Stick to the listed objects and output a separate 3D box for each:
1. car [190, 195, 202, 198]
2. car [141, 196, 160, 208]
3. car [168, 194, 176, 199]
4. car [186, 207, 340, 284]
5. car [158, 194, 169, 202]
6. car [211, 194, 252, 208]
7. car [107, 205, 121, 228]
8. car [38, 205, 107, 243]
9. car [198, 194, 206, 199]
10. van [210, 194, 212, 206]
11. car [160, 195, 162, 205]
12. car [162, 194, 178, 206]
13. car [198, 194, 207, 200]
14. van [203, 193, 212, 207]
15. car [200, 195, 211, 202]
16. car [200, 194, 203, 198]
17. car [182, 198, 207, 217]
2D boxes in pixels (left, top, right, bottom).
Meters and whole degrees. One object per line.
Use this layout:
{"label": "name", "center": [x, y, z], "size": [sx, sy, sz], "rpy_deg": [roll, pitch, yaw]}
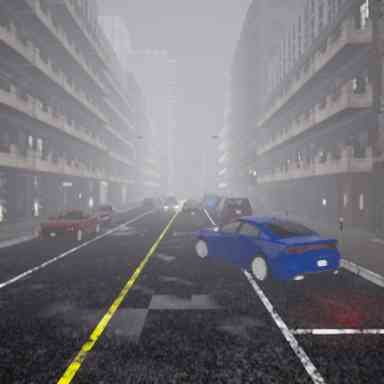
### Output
{"label": "car", "center": [0.067, 1.431, 48.737], "size": [1.895, 1.301, 4.718], "rpy_deg": [0, 0, 0]}
{"label": "car", "center": [-5.714, 1.390, 44.277], "size": [1.887, 1.381, 4.507], "rpy_deg": [0, 0, 0]}
{"label": "car", "center": [-5.745, 1.240, 95.419], "size": [2.008, 1.369, 4.403], "rpy_deg": [0, 0, 0]}
{"label": "car", "center": [1.844, 1.441, 9.746], "size": [1.882, 1.535, 5.008], "rpy_deg": [0, 1, -26]}
{"label": "car", "center": [-5.728, 1.212, 67.006], "size": [1.967, 1.590, 4.097], "rpy_deg": [0, 0, 0]}
{"label": "car", "center": [2.681, 1.237, 21.555], "size": [2.192, 1.841, 5.009], "rpy_deg": [0, 0, 0]}
{"label": "car", "center": [-5.700, 1.504, 21.548], "size": [1.802, 1.307, 4.206], "rpy_deg": [0, 0, 0]}
{"label": "car", "center": [-5.696, 1.487, 15.865], "size": [1.887, 1.381, 4.507], "rpy_deg": [0, 0, 0]}
{"label": "car", "center": [2.639, 1.256, 89.744], "size": [2.008, 1.369, 4.403], "rpy_deg": [0, 0, 0]}
{"label": "van", "center": [2.678, 1.243, 27.237], "size": [1.690, 1.788, 3.998], "rpy_deg": [0, 0, 0]}
{"label": "car", "center": [-5.721, 1.359, 55.642], "size": [2.008, 1.369, 4.403], "rpy_deg": [0, 0, 0]}
{"label": "car", "center": [-3.089, 1.352, 50.011], "size": [1.812, 1.442, 4.674], "rpy_deg": [0, 0, 0]}
{"label": "car", "center": [2.643, 1.272, 84.061], "size": [2.008, 1.369, 4.403], "rpy_deg": [0, 0, 0]}
{"label": "van", "center": [2.667, 1.186, 44.284], "size": [1.690, 1.788, 3.998], "rpy_deg": [0, 0, 0]}
{"label": "car", "center": [2.653, 1.338, 67.014], "size": [1.947, 1.339, 4.313], "rpy_deg": [0, 0, 0]}
{"label": "car", "center": [2.660, 1.123, 55.649], "size": [2.192, 1.841, 5.009], "rpy_deg": [0, 0, 0]}
{"label": "car", "center": [0.072, 1.494, 30.092], "size": [1.895, 1.301, 4.718], "rpy_deg": [0, 0, 0]}
